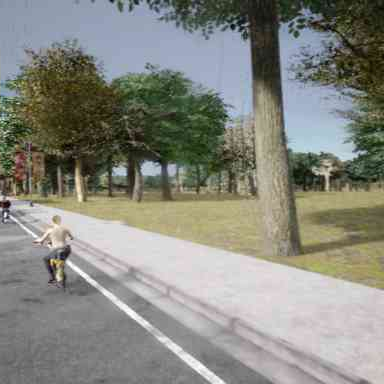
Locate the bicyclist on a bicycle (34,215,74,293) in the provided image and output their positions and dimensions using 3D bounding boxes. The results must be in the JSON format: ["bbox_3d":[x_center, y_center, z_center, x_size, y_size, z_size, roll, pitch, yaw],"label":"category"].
[{"bbox_3d":[-2.988,1.311,7.356,0.866,1.612,1.509,-2,1,-33],"label":"bicyclist on a bicycle"}]

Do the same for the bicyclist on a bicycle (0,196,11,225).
[{"bbox_3d":[-11.491,1.113,20.480,0.659,1.776,1.843,-2,2,-33],"label":"bicyclist on a bicycle"}]
